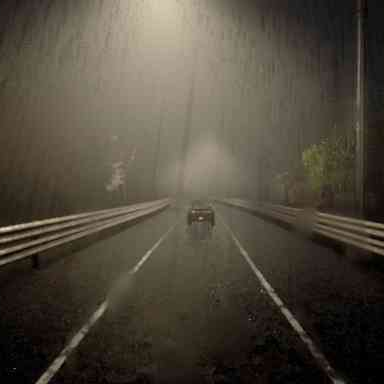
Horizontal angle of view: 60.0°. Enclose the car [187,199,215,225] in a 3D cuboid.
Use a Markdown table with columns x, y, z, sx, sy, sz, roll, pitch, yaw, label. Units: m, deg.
| x | y | z | sx | sy | sz | roll | pitch | yaw | label |
| --- | --- | --- | --- | --- | --- | --- | --- | --- | --- |
| 0.674 | 1.514 | 24.408 | 2.128 | 1.511 | 4.902 | 0 | 0 | 2 | car |
